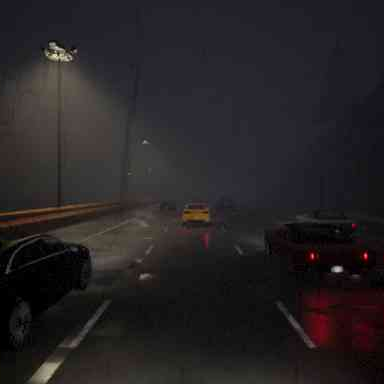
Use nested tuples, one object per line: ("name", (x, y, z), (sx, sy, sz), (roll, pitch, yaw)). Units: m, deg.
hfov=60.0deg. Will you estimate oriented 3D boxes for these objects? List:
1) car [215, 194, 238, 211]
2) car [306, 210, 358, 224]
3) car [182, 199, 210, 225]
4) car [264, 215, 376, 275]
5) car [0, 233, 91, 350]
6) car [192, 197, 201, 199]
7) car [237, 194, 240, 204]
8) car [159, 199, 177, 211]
("car", (4.050, 1.423, 41.395), (2.097, 1.767, 4.553), (0, 0, 1))
("car", (7.181, 1.630, 18.341), (1.895, 1.301, 4.718), (0, 0, 1))
("car", (0.326, 1.520, 24.165), (1.882, 1.535, 5.008), (0, 0, 1))
("car", (3.608, 1.618, 10.431), (1.895, 1.301, 4.718), (0, 0, 0))
("car", (-3.377, 1.505, 6.217), (2.128, 1.511, 4.902), (0, 0, 0))
("car", (0.713, 1.588, 53.975), (2.128, 1.511, 4.902), (0, 0, 1))
("car", (7.855, 1.332, 64.194), (2.150, 2.045, 5.566), (0, 0, 1))
("car", (-2.948, 1.601, 41.470), (1.812, 1.442, 4.674), (0, 0, 1))
